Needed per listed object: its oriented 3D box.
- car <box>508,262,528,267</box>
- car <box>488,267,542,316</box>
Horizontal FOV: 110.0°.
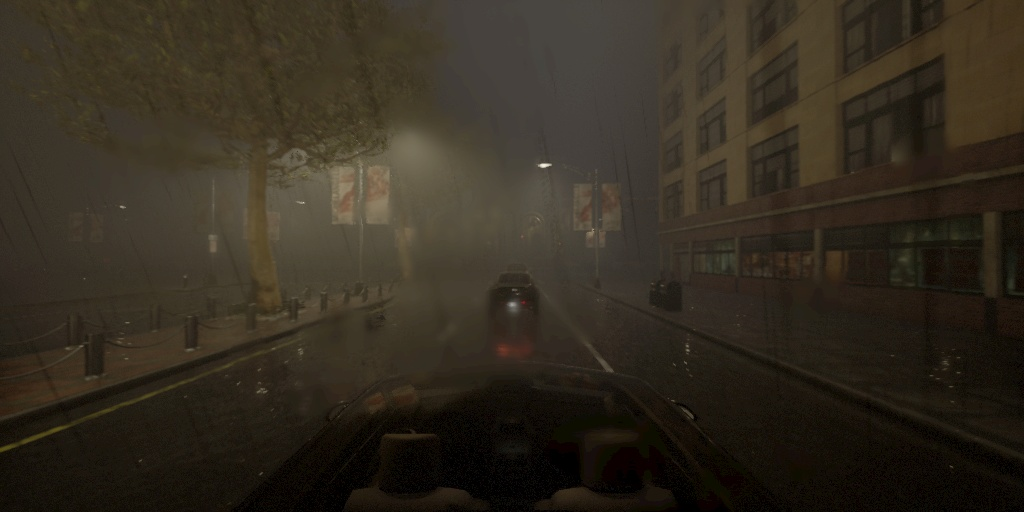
[{"bbox_3d":[0.523,1.318,28.844,2.097,1.767,4.553,0,-1,4],"label":"car"},{"bbox_3d":[0.118,1.354,13.970,1.837,1.490,4.892,0,0,1],"label":"car"}]
